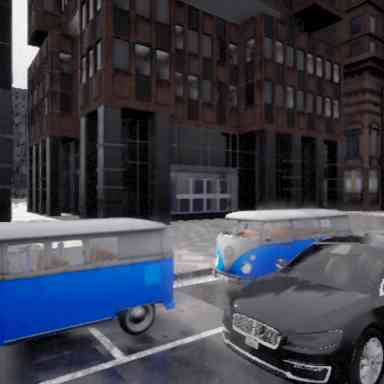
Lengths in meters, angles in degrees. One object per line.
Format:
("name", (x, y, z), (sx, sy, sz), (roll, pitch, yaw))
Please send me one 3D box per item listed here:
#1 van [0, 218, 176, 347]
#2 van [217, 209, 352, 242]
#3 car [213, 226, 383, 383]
("van", (-2.178, 1.341, 5.093), (3.998, 1.788, 1.690), (0, 0, -35))
("van", (2.399, 1.341, 8.354), (3.998, 1.788, 1.690), (0, 0, -35))
("car", (2.672, 1.505, 5.281), (4.892, 1.490, 1.837), (0, 0, -35))
